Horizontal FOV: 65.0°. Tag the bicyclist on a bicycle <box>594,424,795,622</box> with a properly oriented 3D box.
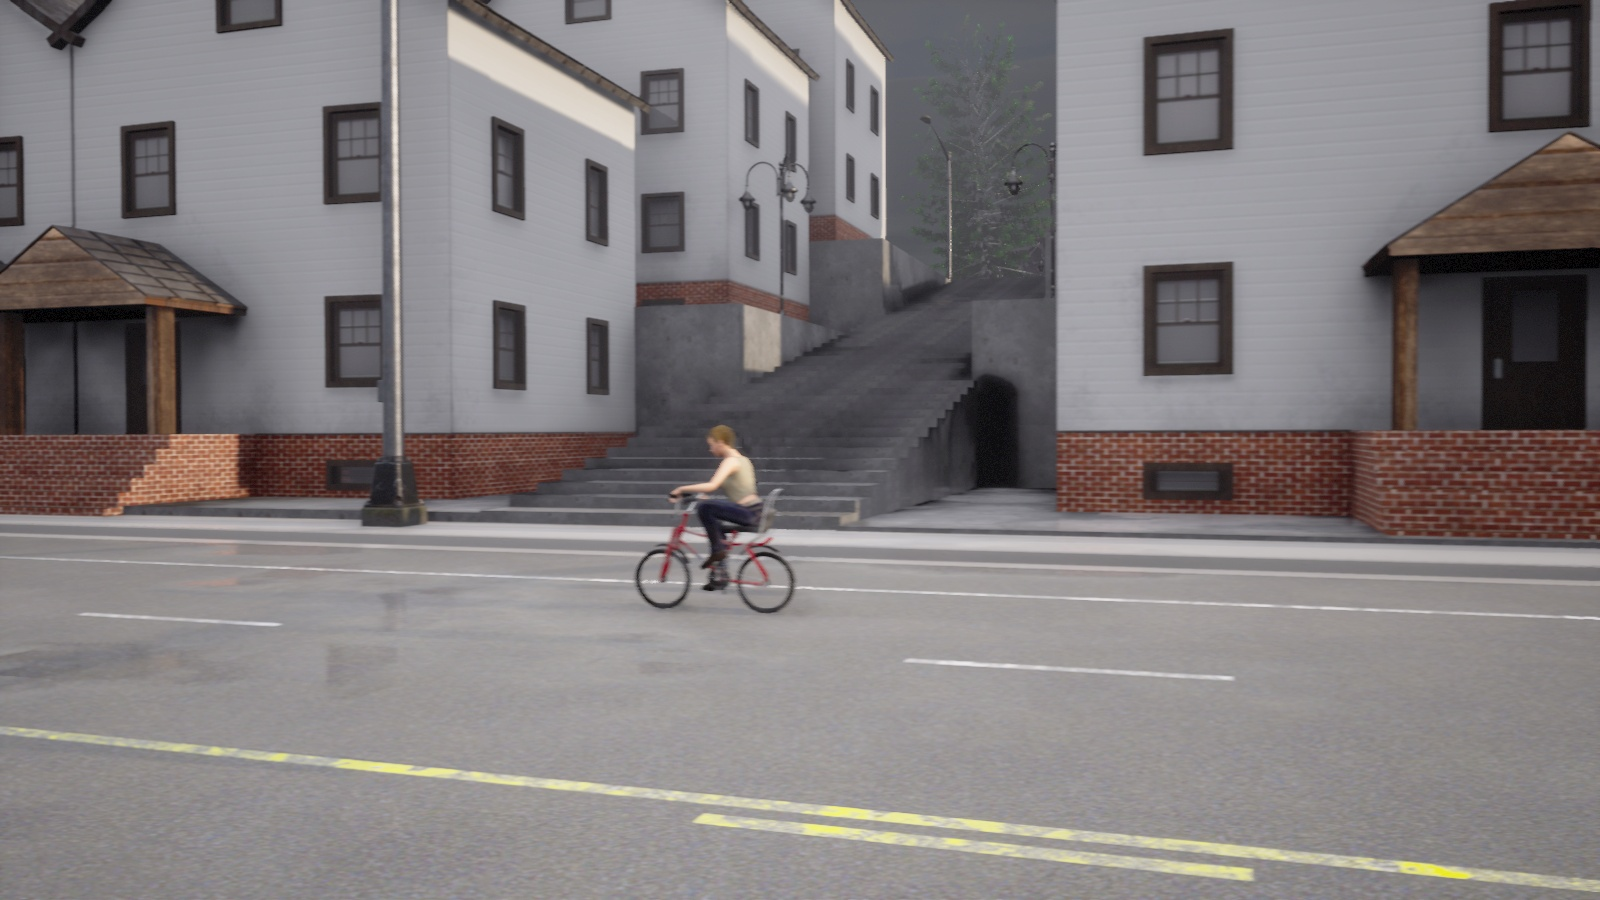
[{"bbox_3d":[-0.898,0.586,10.876,1.509,1.612,0.866,1,1,19],"label":"bicyclist on a bicycle"}]
